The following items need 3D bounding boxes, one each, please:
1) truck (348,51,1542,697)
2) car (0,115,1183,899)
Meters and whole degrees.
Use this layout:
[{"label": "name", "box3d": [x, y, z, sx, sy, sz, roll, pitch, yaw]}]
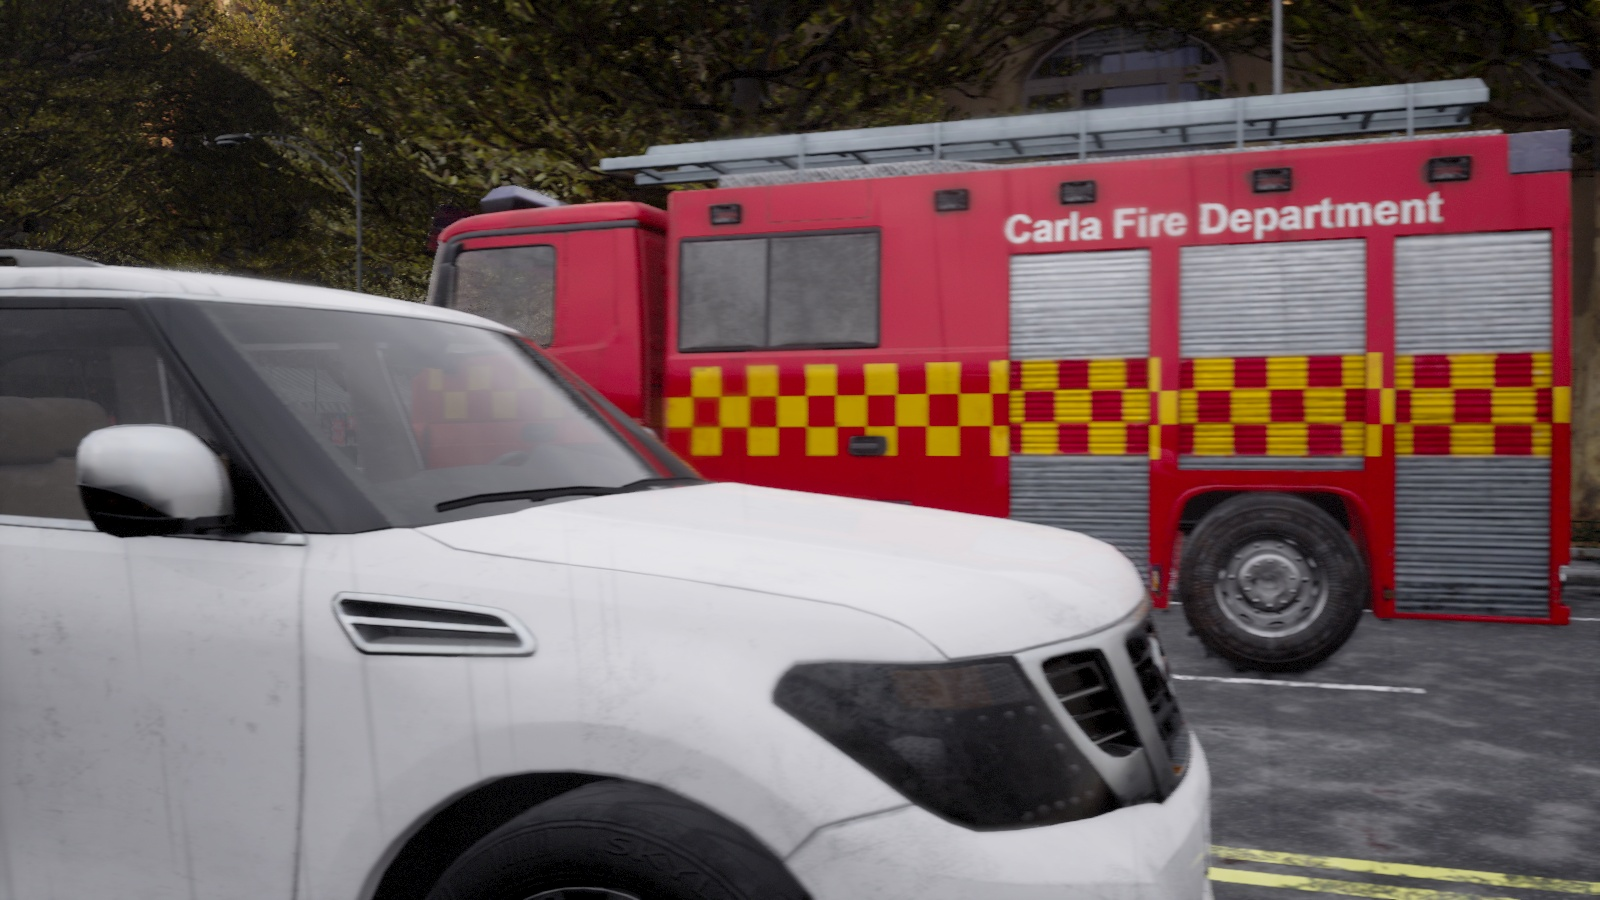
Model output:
[{"label": "truck", "box3d": [0.824, -0.498, 10.164, 8.468, 3.827, 2.891, 1, 1, 19]}, {"label": "car", "box3d": [-1.793, 0.477, 3.790, 5.566, 2.045, 2.150, 1, 1, 18]}]
